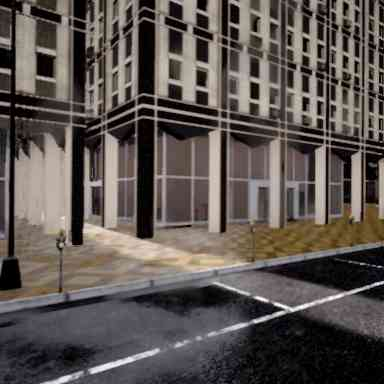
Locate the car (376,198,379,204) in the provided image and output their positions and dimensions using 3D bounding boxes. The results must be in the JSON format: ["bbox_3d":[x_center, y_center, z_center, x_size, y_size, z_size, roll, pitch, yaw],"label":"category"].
[{"bbox_3d":[33.137,1.418,62.769,2.192,1.841,5.009,2,0,-36],"label":"car"}]

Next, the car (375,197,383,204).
[{"bbox_3d":[39.907,1.765,67.692,1.802,1.307,4.206,2,0,-36],"label":"car"}]
